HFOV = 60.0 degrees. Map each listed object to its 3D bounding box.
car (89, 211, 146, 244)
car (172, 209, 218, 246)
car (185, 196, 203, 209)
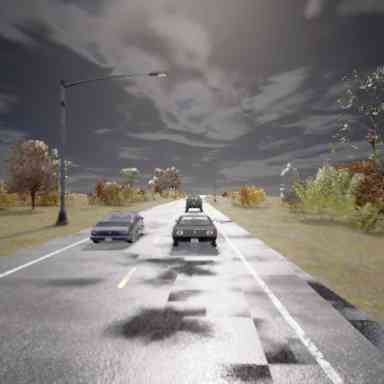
[{"bbox_3d":[-3.495,1.650,16.715,2.033,1.411,5.357,0,0,1],"label":"car"},{"bbox_3d":[0.123,1.698,15.719,1.895,1.301,4.718,0,0,0],"label":"car"},{"bbox_3d":[0.292,1.499,44.284,2.150,2.045,5.566,0,0,1],"label":"car"}]
